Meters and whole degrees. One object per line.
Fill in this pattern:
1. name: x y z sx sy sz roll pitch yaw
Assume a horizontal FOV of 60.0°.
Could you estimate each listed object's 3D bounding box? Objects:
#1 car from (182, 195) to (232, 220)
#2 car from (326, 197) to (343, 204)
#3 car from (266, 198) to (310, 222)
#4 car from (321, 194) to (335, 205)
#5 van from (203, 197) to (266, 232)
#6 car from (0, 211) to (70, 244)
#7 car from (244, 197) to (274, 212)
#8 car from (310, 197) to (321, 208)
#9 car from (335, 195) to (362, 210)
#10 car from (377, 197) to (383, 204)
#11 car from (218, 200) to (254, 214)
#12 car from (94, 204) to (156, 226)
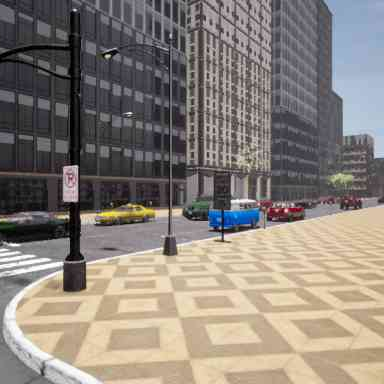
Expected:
1. car: 1.559 1.244 27.832 2.150 2.045 5.566 0 0 38
2. car: 28.665 1.624 66.884 2.008 1.369 4.403 0 0 38
3. car: 7.652 1.472 26.862 1.967 1.590 4.097 0 0 38
4. car: 25.260 1.380 62.485 2.192 1.841 5.009 0 0 38
5. van: 2.672 1.368 20.247 1.690 1.788 3.998 0 0 38
6. car: -7.914 1.613 15.605 1.895 1.301 4.718 0 0 38
7. car: 8.232 1.471 40.486 1.967 1.590 4.097 0 0 38
8. car: 15.700 1.644 45.960 1.895 1.301 4.718 0 0 38
9. car: 21.274 1.368 44.462 2.192 1.841 5.009 0 0 38
10. car: 38.301 1.658 66.460 1.947 1.339 4.313 0 0 38
11. car: 4.827 1.571 36.086 1.887 1.381 4.507 0 0 38
12. car: -4.708 1.540 23.980 1.752 1.417 4.829 0 0 38
